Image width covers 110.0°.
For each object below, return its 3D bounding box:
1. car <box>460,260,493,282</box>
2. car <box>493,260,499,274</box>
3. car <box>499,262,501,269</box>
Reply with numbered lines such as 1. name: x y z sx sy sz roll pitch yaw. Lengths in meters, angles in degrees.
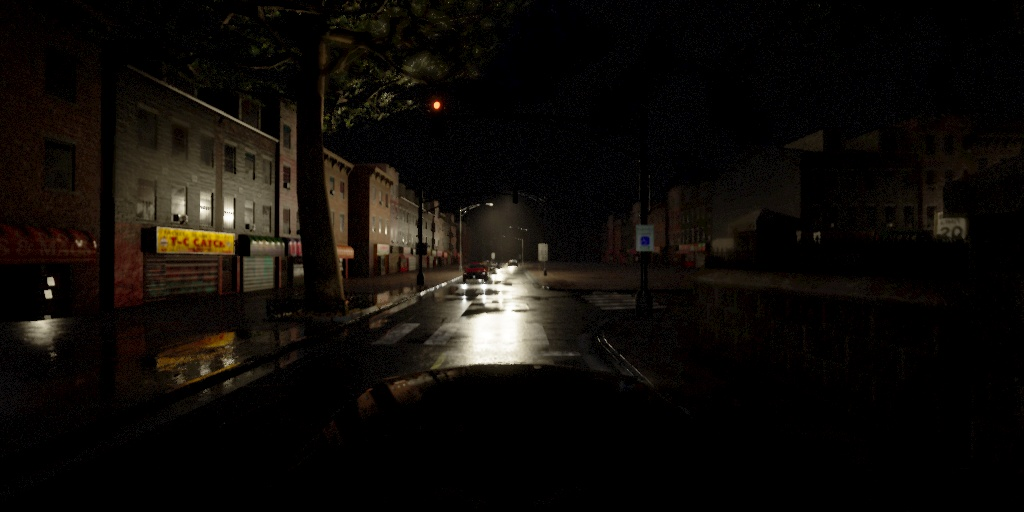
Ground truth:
1. car: -2.806 1.271 28.821 1.812 1.442 4.674 0 0 0
2. car: -2.780 1.258 41.197 1.837 1.490 4.892 0 0 0
3. car: -2.743 1.306 53.782 1.812 1.442 4.674 0 0 0
